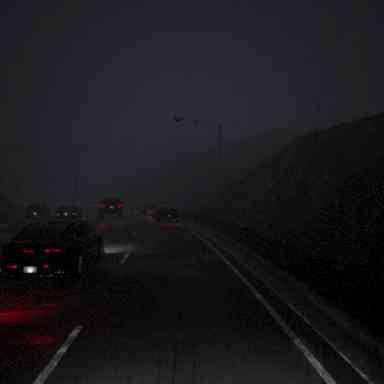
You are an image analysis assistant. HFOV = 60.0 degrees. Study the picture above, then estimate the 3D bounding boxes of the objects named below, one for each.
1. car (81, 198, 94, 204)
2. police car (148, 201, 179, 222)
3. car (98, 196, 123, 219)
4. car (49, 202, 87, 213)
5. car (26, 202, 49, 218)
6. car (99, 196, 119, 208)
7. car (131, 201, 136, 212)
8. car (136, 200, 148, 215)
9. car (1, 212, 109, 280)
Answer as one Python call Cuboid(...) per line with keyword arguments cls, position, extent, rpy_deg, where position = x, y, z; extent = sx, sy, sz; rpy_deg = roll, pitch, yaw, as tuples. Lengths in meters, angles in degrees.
Cuboid(cls="car", position=(-23.873, 2.055, 76.054), extent=(1.812, 1.442, 4.674), rpy_deg=(0, -1, -36))
Cuboid(cls="police car", position=(-2.400, 1.686, 29.145), extent=(1.930, 1.638, 5.238), rpy_deg=(0, -1, -13))
Cuboid(cls="car", position=(-8.051, 1.528, 33.027), extent=(2.150, 2.045, 5.566), rpy_deg=(0, -1, -15))
Cuboid(cls="car", position=(-10.509, 1.821, 28.592), extent=(2.033, 1.411, 5.357), rpy_deg=(0, -1, -14))
Cuboid(cls="car", position=(-15.623, 1.836, 34.000), extent=(1.837, 1.490, 4.892), rpy_deg=(0, -1, -16))
Cuboid(cls="car", position=(-15.451, 1.792, 61.640), extent=(2.150, 2.045, 5.566), rpy_deg=(0, -1, -28))
Cuboid(cls="car", position=(-6.958, 1.884, 44.705), extent=(1.882, 1.535, 5.008), rpy_deg=(0, -1, -20))
Cuboid(cls="car", position=(-5.021, 1.857, 38.894), extent=(1.837, 1.490, 4.892), rpy_deg=(0, -1, -17))
Cuboid(cls="car", position=(-4.015, 1.604, 10.274), extent=(1.837, 1.490, 4.892), rpy_deg=(0, -1, -5))
